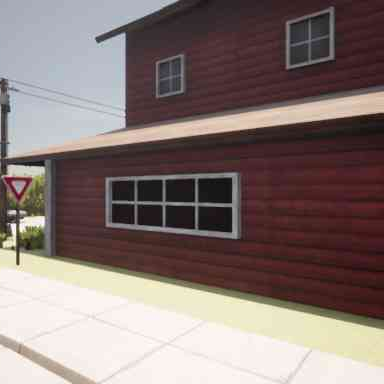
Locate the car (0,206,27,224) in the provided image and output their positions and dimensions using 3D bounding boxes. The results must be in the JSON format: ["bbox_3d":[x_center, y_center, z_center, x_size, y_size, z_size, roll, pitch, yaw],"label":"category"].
[{"bbox_3d":[-14.284,1.622,23.139,1.895,1.301,4.718,0,0,37],"label":"car"}]
